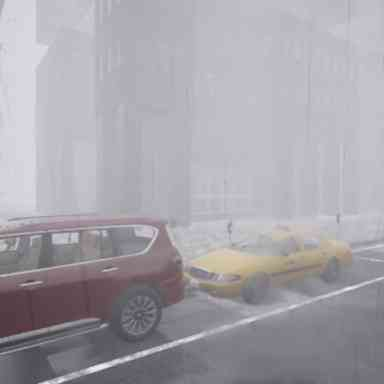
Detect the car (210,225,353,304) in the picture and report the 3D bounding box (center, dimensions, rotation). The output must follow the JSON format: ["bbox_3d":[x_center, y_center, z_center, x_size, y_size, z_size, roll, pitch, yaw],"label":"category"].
[{"bbox_3d":[2.017,1.515,8.088,4.829,1.417,1.752,0,0,-36],"label":"car"}]

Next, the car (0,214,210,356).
[{"bbox_3d":[-2.419,1.314,4.923,5.009,1.841,2.192,0,0,-36],"label":"car"}]
